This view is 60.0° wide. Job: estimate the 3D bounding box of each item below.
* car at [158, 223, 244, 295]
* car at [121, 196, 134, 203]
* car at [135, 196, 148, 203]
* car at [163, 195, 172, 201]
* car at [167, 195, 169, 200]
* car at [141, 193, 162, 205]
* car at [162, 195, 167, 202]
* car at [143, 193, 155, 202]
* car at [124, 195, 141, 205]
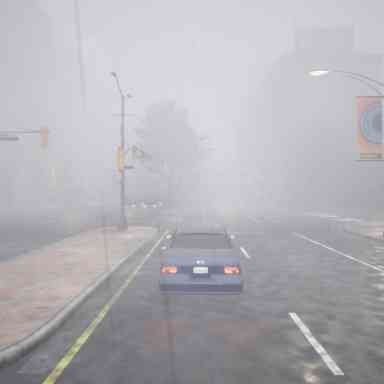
[{"bbox_3d":[0.225,1.547,8.891,2.033,1.411,5.357,0,0,1],"label":"car"},{"bbox_3d":[-13.491,1.595,69.781,1.895,1.301,4.718,0,0,1],"label":"car"},{"bbox_3d":[-10.281,1.505,67.992,1.837,1.490,4.892,0,0,1],"label":"car"},{"bbox_3d":[-6.434,1.478,86.581,1.882,1.535,5.008,0,0,1],"label":"car"},{"bbox_3d":[-6.618,1.525,76.487,2.128,1.511,4.902,0,0,1],"label":"car"},{"bbox_3d":[-7.037,1.352,57.941,2.097,1.767,4.553,0,0,1],"label":"car"},{"bbox_3d":[-6.824,1.352,66.713,2.097,1.767,4.553,0,0,1],"label":"car"},{"bbox_3d":[-10.079,1.225,78.678,2.150,2.045,5.566,0,0,1],"label":"car"},{"bbox_3d":[-10.537,1.352,57.817,2.097,1.767,4.553,0,0,1],"label":"car"}]
